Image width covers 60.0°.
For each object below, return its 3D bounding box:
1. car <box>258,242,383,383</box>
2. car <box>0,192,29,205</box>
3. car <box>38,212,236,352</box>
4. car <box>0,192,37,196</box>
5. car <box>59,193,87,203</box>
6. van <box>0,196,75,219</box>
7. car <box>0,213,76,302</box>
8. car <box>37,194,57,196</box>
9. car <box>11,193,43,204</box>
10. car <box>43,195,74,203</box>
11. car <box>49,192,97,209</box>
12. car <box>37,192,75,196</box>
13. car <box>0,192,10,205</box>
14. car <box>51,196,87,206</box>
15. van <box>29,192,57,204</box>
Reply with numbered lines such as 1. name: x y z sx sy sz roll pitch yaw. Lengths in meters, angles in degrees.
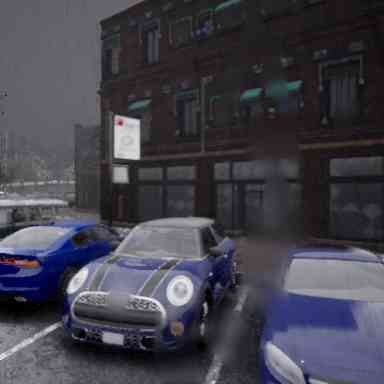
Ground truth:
1. car: 2.001 1.521 4.735 2.002 1.452 4.674 1 0 16
2. car: -29.600 1.013 53.833 5.566 2.045 2.435 -1 -1 14
3. car: -0.427 1.342 6.511 2.185 1.767 4.553 1 0 15
4. car: -20.640 1.079 36.797 5.566 2.045 2.435 1 0 14
5. car: -22.837 1.143 63.830 4.553 1.767 2.185 -1 0 14
6. van: -5.306 1.217 10.086 1.878 1.987 4.442 0 -1 15
7. car: -2.896 1.454 8.222 2.097 1.535 5.008 0 -1 16
8. car: -19.044 1.360 39.240 4.792 1.488 2.163 1 1 14
9. car: -27.967 1.141 56.349 4.553 1.767 2.185 -1 -1 14
10. car: -24.562 1.269 61.350 4.892 1.521 2.231 -1 -1 14
11. car: -15.733 1.081 44.154 5.566 2.045 2.435 1 1 14
12. car: -17.388 1.080 41.701 5.566 2.045 2.435 1 1 14
13. car: -31.345 1.012 51.319 5.566 2.045 2.435 -1 0 14
14. car: -18.629 1.319 50.558 2.128 1.511 4.902 0 0 34
15. van: -26.362 1.042 58.864 4.442 1.987 1.878 -1 0 14
